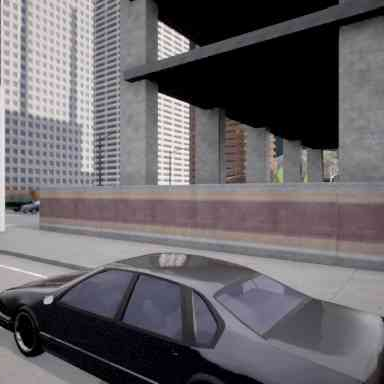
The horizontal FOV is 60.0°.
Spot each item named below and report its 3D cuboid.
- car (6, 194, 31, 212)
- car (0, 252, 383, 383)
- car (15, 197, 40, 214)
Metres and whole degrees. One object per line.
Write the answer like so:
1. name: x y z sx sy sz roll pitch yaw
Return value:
1. car: -19.873 1.221 35.634 2.150 2.045 5.566 0 0 36
2. car: -0.411 1.547 4.285 5.357 1.411 2.033 0 0 35
3. car: -15.732 1.526 35.357 1.812 1.442 4.674 0 0 36
